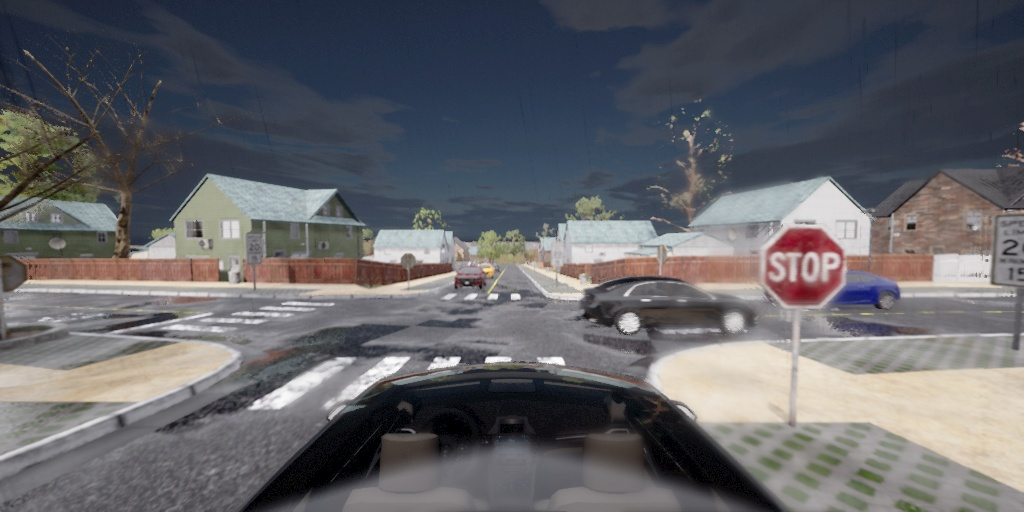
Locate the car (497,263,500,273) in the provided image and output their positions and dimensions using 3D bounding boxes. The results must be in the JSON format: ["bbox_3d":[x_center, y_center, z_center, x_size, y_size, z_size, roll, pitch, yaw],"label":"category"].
[{"bbox_3d":[-2.875,1.833,56.185,2.128,1.511,4.902,0,-1,0],"label":"car"}]

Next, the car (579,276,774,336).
[{"bbox_3d":[4.444,1.358,10.425,4.892,1.490,1.837,0,3,-3],"label":"car"}]

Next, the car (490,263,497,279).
[{"bbox_3d":[-2.898,1.609,38.618,1.882,1.535,5.008,0,-1,0],"label":"car"}]

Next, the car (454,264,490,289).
[{"bbox_3d":[-2.882,1.465,25.458,1.882,1.535,5.008,0,-1,0],"label":"car"}]

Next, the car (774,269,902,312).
[{"bbox_3d":[12.276,1.228,13.801,4.674,1.442,1.812,0,3,-5],"label":"car"}]
